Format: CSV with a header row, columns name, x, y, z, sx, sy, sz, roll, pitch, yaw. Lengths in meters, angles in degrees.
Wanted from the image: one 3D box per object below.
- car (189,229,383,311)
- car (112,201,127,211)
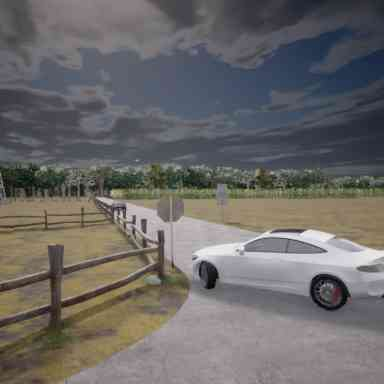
name,x,y,z,sx,sy,sz,roll,pitch,yaw
car,2.108,1.617,7.943,4.674,1.442,1.812,-2,0,35
car,-10.894,1.990,49.471,2.033,1.411,5.357,-2,0,-18
